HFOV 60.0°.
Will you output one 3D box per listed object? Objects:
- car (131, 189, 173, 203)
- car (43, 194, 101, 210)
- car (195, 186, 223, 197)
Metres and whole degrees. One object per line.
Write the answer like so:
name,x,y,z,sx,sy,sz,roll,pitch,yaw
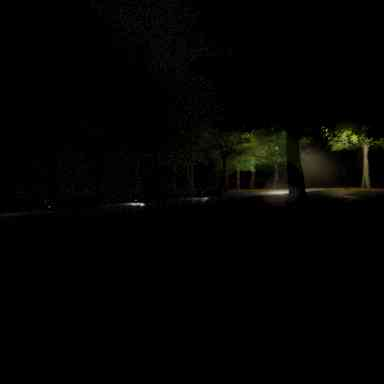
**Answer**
car,-4.393,0.386,37.646,2.033,1.411,5.357,-1,2,37
car,-10.600,0.841,29.567,1.895,1.301,4.718,-1,2,37
car,2.341,-0.106,46.372,1.882,1.535,5.008,-1,2,38
